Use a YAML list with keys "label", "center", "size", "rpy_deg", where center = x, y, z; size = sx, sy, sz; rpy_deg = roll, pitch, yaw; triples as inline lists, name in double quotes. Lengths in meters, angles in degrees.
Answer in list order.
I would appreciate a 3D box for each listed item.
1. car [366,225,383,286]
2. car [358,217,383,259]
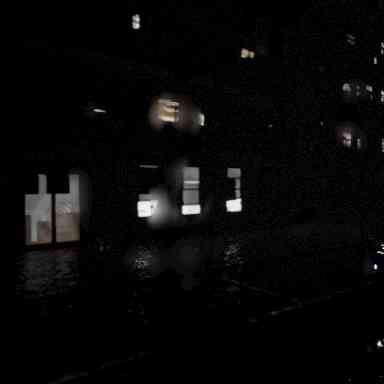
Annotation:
- label: "car"
  center: [6.689, 1.240, 8.105]
  size: [5.566, 2.045, 2.150]
  rpy_deg: [0, 0, -35]
- label: "car"
  center: [8.185, 1.606, 12.371]
  size: [4.206, 1.307, 1.802]
  rpy_deg: [0, -1, -35]
